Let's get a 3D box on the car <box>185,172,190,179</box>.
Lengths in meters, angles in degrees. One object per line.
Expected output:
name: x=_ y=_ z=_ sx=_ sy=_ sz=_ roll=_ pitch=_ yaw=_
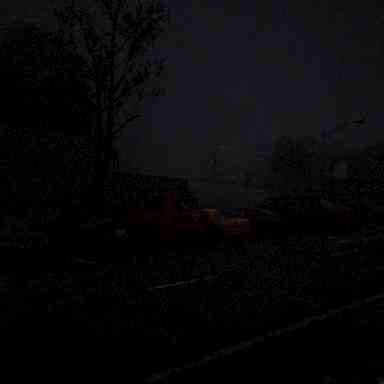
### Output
car: x=0.267 y=-4.363 z=93.158 sx=2.435 sy=2.045 sz=5.566 roll=1 pitch=-1 yaw=35

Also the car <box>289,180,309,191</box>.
car: x=21.017 y=-0.993 z=63.660 sx=2.231 sy=1.521 sz=4.892 roll=7 pitch=3 yaw=35

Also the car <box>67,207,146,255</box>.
car: x=-4.470 y=1.524 z=13.346 sx=4.792 sy=1.488 sz=2.163 roll=-1 pitch=-1 yaw=35

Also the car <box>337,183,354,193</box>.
car: x=26.192 y=-0.427 z=56.249 sx=2.435 sy=2.045 sz=5.566 roll=7 pitch=3 yaw=35

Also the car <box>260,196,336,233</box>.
car: x=5.361 y=1.262 z=20.257 sx=5.566 sy=2.045 sz=2.435 roll=-1 pitch=-1 yaw=35

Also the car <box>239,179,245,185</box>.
car: x=12.438 y=-2.318 z=76.048 sx=2.002 sy=1.452 sz=4.674 roll=7 pitch=3 yaw=35

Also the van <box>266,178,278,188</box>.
van: x=17.551 y=-1.765 z=68.510 sx=1.878 sy=1.987 sz=4.442 roll=7 pitch=4 yaw=35

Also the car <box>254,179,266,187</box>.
car: x=15.989 y=-1.813 z=71.248 sx=1.946 sy=1.575 sz=5.366 roll=7 pitch=3 yaw=35

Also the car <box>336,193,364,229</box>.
car: x=7.883 y=1.267 z=21.950 sx=5.566 sy=2.045 sz=2.435 roll=-1 pitch=-1 yaw=35

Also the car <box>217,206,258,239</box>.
car: x=0.311 y=1.503 z=16.896 sx=5.366 sy=1.575 sz=1.946 roll=-1 pitch=-1 yaw=35

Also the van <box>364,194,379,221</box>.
van: x=10.429 y=1.296 z=23.608 sx=4.442 sy=1.987 sz=1.878 roll=-1 pitch=-1 yaw=35

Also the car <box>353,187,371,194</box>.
car: x=27.871 y=0.135 z=53.769 sx=2.002 sy=1.452 sz=4.674 roll=7 pitch=3 yaw=35

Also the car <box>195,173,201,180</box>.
car: x=3.746 y=-3.851 z=88.324 sx=2.185 sy=1.767 sz=4.553 roll=6 pitch=3 yaw=34

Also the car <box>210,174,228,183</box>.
car: x=7.368 y=-3.177 z=83.582 sx=1.946 sy=1.575 sz=5.366 roll=7 pitch=3 yaw=34

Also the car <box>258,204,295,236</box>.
car: x=2.926 y=1.548 z=18.511 sx=4.674 sy=1.452 sz=2.002 roll=-1 pitch=-1 yaw=35

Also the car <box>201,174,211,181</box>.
car: x=5.528 y=-3.700 z=85.850 sx=2.435 sy=2.045 sz=5.566 roll=7 pitch=4 yaw=34

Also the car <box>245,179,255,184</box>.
car: x=14.169 y=-2.045 z=73.577 sx=2.002 sy=1.452 sz=4.674 roll=7 pitch=4 yaw=35

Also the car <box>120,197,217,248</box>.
car: x=-2.017 y=1.248 z=15.079 sx=5.566 sy=2.045 sz=2.435 roll=-1 pitch=-1 yaw=35

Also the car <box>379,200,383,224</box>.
car: x=12.846 y=1.403 z=25.347 sx=4.553 sy=1.767 sz=2.185 roll=-1 pitch=-1 yaw=36

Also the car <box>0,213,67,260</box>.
car: x=-6.898 y=1.493 z=11.611 sx=4.892 sy=1.521 sz=2.231 roll=-1 pitch=-1 yaw=35

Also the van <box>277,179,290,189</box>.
van: x=19.268 y=-1.492 z=66.030 sx=1.878 sy=1.987 sz=4.442 roll=7 pitch=4 yaw=35

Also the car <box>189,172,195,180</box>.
car: x=2.027 y=-4.086 z=90.803 sx=2.185 sy=1.767 sz=4.553 roll=4 pitch=1 yaw=34
